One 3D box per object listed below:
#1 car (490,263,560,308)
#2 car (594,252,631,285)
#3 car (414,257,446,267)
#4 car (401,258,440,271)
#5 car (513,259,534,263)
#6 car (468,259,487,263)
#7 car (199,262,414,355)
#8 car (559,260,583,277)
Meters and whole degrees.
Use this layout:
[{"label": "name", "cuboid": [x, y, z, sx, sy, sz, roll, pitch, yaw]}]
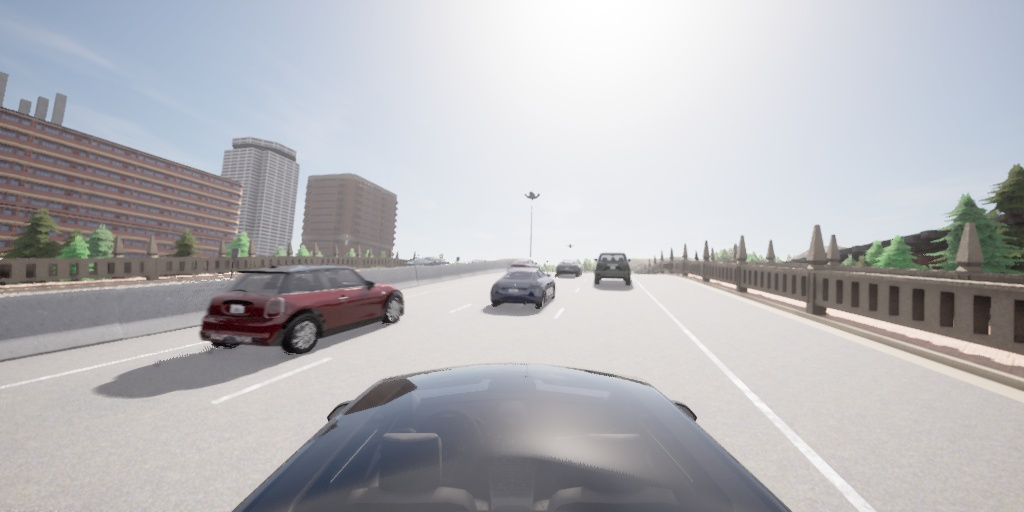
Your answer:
[{"label": "car", "cuboid": [0.574, 1.165, 14.533, 1.994, 1.385, 4.181, 0, 1, 15]}, {"label": "car", "cuboid": [6.625, 0.744, 23.682, 2.150, 2.045, 5.566, 0, 1, 15]}, {"label": "car", "cuboid": [-8.348, 0.848, 36.239, 2.128, 1.511, 4.902, 0, -1, 15]}, {"label": "car", "cuboid": [-10.518, 0.975, 41.695, 2.033, 1.411, 5.357, 0, -2, 15]}, {"label": "car", "cuboid": [1.017, 0.954, 29.838, 1.812, 1.442, 4.674, 0, 0, 15]}, {"label": "car", "cuboid": [-3.761, 1.028, 39.869, 2.033, 1.411, 5.357, 0, -2, 15]}, {"label": "car", "cuboid": [-4.581, 0.995, 8.752, 2.097, 1.767, 4.553, 0, 1, 15]}, {"label": "car", "cuboid": [5.034, 1.020, 31.329, 1.994, 1.385, 4.181, 0, 0, 15]}]
